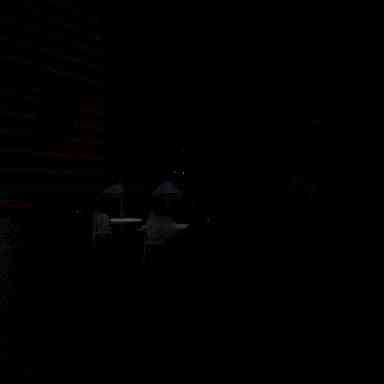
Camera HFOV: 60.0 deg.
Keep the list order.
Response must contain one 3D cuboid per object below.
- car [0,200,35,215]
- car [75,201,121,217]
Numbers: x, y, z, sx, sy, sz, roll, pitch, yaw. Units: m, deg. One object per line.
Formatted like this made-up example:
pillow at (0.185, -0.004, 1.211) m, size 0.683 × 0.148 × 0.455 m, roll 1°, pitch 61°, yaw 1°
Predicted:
car at (-18.129, 1.533, 32.575) m, size 1.882 × 1.535 × 5.008 m, roll 0°, pitch 0°, yaw 40°
car at (-9.003, 1.581, 32.234) m, size 1.812 × 1.442 × 4.674 m, roll 0°, pitch 0°, yaw 40°
